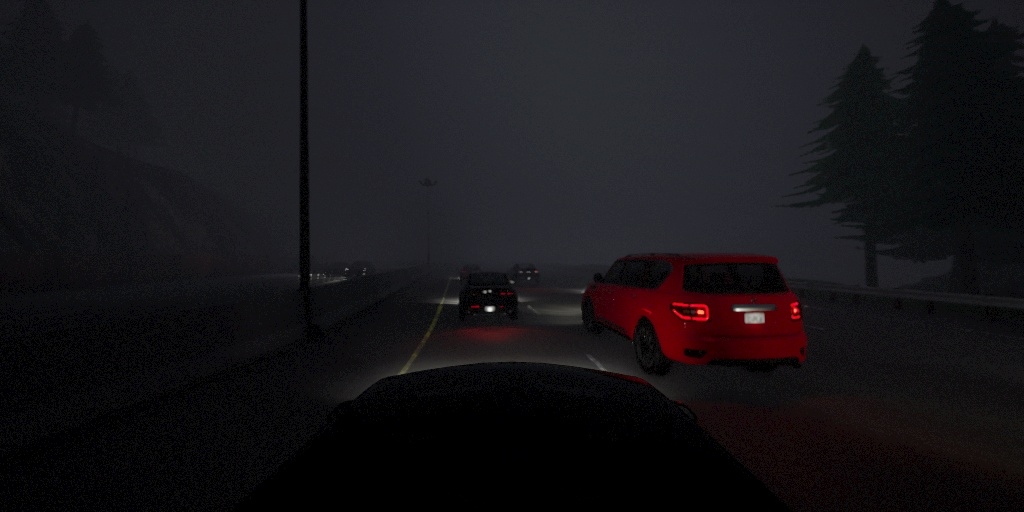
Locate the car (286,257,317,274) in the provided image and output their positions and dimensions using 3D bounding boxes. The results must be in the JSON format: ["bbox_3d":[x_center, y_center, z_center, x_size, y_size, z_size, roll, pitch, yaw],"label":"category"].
[{"bbox_3d":[-27.266,1.210,46.921,2.150,2.045,5.566,0,0,-8],"label":"car"}]

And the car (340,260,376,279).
[{"bbox_3d":[-14.973,1.248,35.554,2.097,1.767,4.553,0,0,-8],"label":"car"}]

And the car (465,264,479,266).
[{"bbox_3d":[-3.441,1.386,30.689,1.994,1.385,4.181,0,0,-8],"label":"car"}]

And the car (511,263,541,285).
[{"bbox_3d":[0.773,1.281,26.101,2.128,1.511,4.902,0,0,-8],"label":"car"}]

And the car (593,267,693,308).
[{"bbox_3d":[5.700,1.292,16.563,2.033,1.411,5.357,0,0,-8],"label":"car"}]

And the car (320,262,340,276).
[{"bbox_3d":[-19.138,1.435,39.774,1.837,1.490,4.892,0,-1,-8],"label":"car"}]

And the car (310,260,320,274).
[{"bbox_3d":[-23.551,1.529,45.725,1.994,1.385,4.181,0,0,-8],"label":"car"}]

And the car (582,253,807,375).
[{"bbox_3d":[3.169,0.964,7.658,2.150,2.045,5.566,0,0,-4],"label":"car"}]

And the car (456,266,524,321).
[{"bbox_3d":[-0.914,1.280,12.728,1.837,1.490,4.892,0,0,-7],"label":"car"}]
